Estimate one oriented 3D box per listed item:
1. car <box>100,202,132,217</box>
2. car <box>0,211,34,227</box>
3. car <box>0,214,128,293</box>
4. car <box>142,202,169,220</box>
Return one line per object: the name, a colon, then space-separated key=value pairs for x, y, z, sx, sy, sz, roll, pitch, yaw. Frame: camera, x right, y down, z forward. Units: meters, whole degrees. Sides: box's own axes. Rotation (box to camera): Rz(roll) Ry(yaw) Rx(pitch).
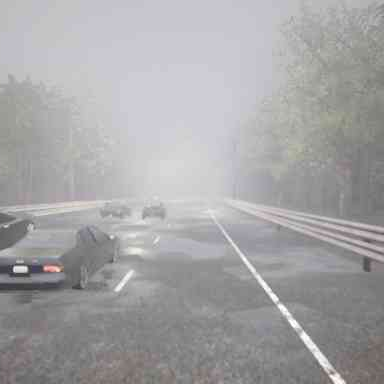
car: x=-6.594 y=1.597 z=29.528 sx=1.895 sy=1.301 sz=4.718 roll=8 pitch=2 yaw=1
car: x=-6.853 y=1.342 z=10.762 sx=1.837 sy=1.490 sz=4.892 roll=-1 pitch=7 yaw=0
car: x=-3.373 y=1.579 z=9.069 sx=2.033 sy=1.411 sz=5.357 roll=0 pitch=0 yaw=0
car: x=-3.152 y=1.591 z=29.115 sx=2.128 sy=1.511 sz=4.902 roll=0 pitch=0 yaw=1
